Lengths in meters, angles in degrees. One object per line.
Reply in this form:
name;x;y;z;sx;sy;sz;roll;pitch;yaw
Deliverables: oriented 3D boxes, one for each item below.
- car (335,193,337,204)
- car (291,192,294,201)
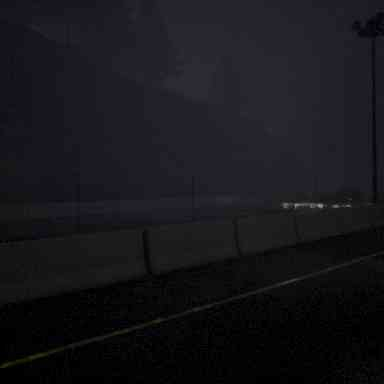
car;19.337;0.370;41.107;2.150;2.045;5.566;0;1;41
car;14.745;0.641;46.518;1.882;1.535;5.008;0;1;40
